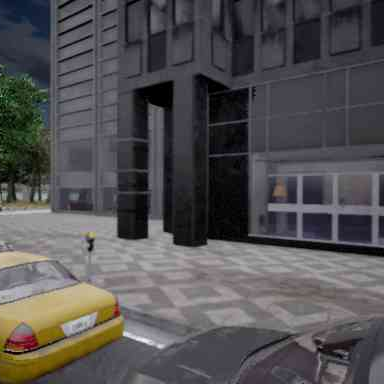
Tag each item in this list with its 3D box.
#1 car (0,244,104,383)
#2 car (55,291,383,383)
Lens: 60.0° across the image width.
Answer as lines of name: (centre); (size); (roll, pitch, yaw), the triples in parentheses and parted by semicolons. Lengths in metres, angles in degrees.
car: (-3.196, 1.496, 5.196); (4.829, 1.417, 1.752); (0, 0, 35)
car: (1.401, 1.542, 1.985); (4.403, 1.369, 2.008); (0, 0, 35)
